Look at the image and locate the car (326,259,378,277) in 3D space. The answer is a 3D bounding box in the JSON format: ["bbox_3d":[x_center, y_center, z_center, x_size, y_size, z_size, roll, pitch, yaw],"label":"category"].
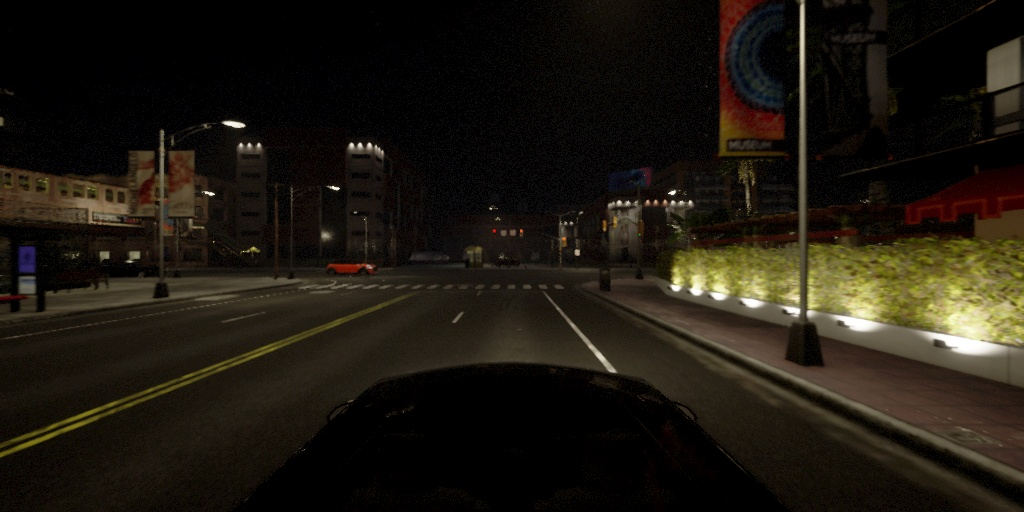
[{"bbox_3d":[-15.486,1.038,34.974,4.553,1.767,2.097,0,0,1],"label":"car"}]
